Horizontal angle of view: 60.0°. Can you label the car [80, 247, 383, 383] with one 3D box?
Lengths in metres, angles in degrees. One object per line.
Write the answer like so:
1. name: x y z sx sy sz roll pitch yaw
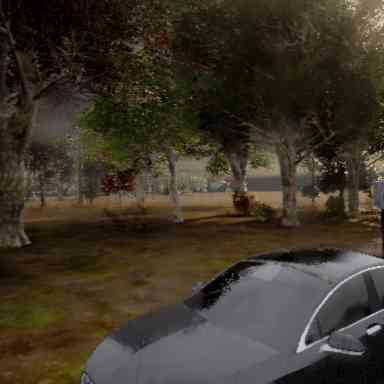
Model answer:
1. car: 1.241 1.499 3.849 4.892 1.490 1.837 0 0 -35
